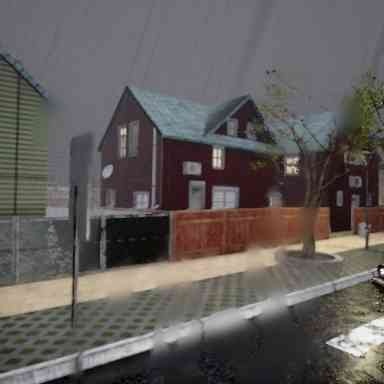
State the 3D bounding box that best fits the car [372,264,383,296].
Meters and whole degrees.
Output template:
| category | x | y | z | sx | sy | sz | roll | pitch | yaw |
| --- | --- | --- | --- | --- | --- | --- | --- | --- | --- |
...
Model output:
| category | x | y | z | sx | sy | sz | roll | pitch | yaw |
| --- | --- | --- | --- | --- | --- | --- | --- | --- | --- |
| car | 5.936 | 1.669 | 5.960 | 4.718 | 1.301 | 1.895 | 0 | 0 | -2 |
